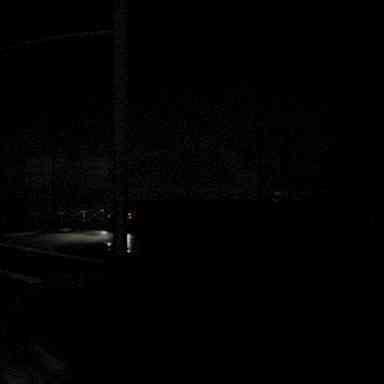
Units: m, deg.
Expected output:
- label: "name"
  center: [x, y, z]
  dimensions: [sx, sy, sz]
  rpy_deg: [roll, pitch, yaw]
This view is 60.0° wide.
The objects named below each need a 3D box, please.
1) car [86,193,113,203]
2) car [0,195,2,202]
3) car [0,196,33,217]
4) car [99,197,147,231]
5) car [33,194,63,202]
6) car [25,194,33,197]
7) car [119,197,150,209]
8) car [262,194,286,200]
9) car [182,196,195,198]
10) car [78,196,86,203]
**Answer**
- label: "car"
  center: [-15.890, 1.091, 59.048]
  dimensions: [1.932, 1.855, 4.605]
  rpy_deg: [0, 0, 35]
- label: "car"
  center: [-41.427, 1.289, 67.598]
  dimensions: [2.007, 1.523, 4.514]
  rpy_deg: [0, 0, 35]
- label: "car"
  center: [-15.847, 1.336, 26.945]
  dimensions: [2.007, 1.523, 4.514]
  rpy_deg: [0, 0, 35]
- label: "car"
  center: [-3.087, 1.350, 20.594]
  dimensions: [2.097, 1.767, 4.553]
  rpy_deg: [0, 0, 35]
- label: "car"
  center: [-28.940, 1.145, 67.787]
  dimensions: [2.152, 1.636, 5.027]
  rpy_deg: [0, 0, 35]
- label: "car"
  center: [-34.363, 1.223, 71.233]
  dimensions: [1.970, 1.475, 3.806]
  rpy_deg: [0, 0, 35]
- label: "car"
  center: [-7.527, 1.380, 43.861]
  dimensions: [1.970, 1.475, 3.806]
  rpy_deg: [0, 0, 35]
- label: "car"
  center: [9.153, 1.220, 38.156]
  dimensions: [2.150, 2.045, 5.566]
  rpy_deg: [0, 0, 35]
- label: "car"
  center: [-0.805, 1.370, 48.194]
  dimensions: [1.845, 1.501, 3.633]
  rpy_deg: [0, 0, 35]
- label: "car"
  center: [-18.499, 1.070, 60.391]
  dimensions: [1.905, 1.878, 3.866]
  rpy_deg: [0, 0, 35]
